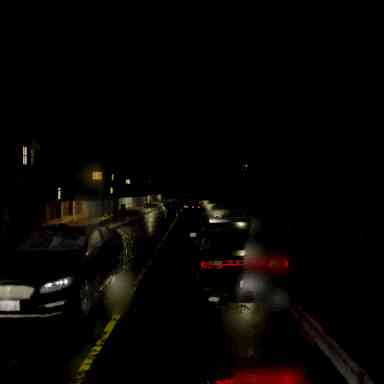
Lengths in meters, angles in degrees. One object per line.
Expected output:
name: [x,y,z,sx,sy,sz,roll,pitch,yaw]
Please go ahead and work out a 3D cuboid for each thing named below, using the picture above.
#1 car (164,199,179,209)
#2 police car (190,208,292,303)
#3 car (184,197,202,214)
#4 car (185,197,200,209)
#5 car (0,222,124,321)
car: [-2.689,1.600,44.805,1.895,1.301,4.718,0,0,0]
police car: [0.972,1.426,8.421,1.930,1.638,5.238,0,0,0]
car: [0.120,1.548,35.397,2.033,1.411,5.357,0,0,0]
car: [0.090,1.504,45.744,1.837,1.490,4.892,0,0,1]
car: [-2.839,1.493,7.589,2.128,1.511,4.902,0,0,0]
